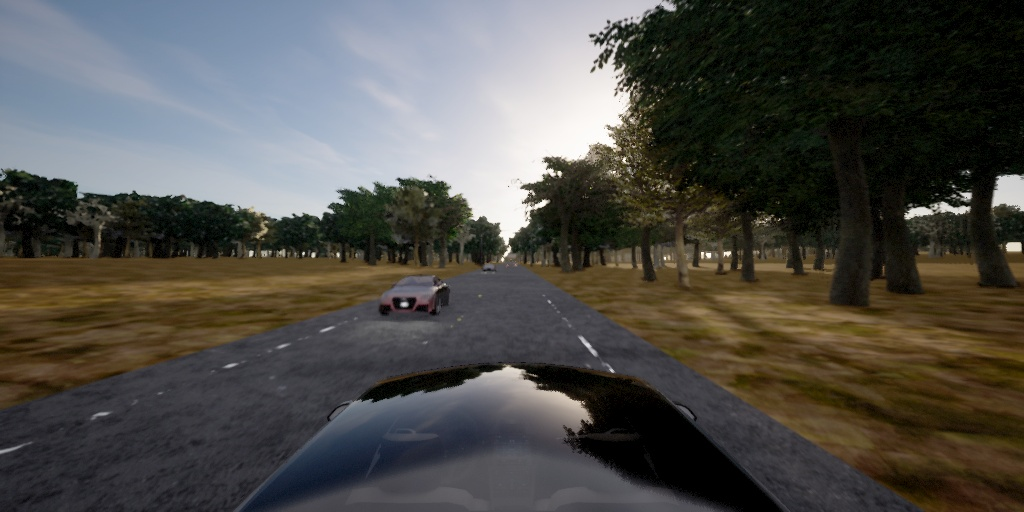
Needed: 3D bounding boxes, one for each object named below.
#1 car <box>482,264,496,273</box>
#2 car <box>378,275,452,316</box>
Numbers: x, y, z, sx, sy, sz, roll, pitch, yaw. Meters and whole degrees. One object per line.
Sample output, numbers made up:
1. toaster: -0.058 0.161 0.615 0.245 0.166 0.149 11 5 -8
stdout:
1. car: -3.535 1.871 56.045 1.994 1.385 4.181 0 -1 1
2. car: -3.597 1.437 13.949 1.994 1.385 4.181 0 -1 0
